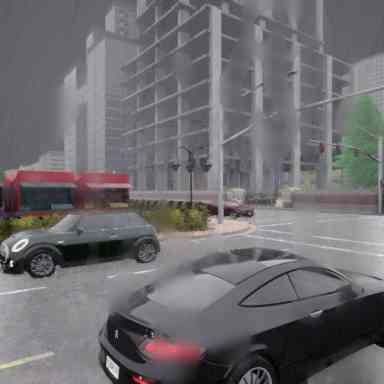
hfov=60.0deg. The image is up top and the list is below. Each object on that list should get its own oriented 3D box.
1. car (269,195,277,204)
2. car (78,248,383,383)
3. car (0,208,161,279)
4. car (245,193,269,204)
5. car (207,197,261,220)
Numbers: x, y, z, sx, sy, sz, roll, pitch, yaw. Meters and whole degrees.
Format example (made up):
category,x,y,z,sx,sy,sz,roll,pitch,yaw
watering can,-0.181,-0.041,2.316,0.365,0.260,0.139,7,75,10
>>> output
category,x,y,z,sx,sy,sz,roll,pitch,yaw
car,13.210,1.114,59.359,1.905,1.878,3.866,0,0,-36
car,1.105,1.526,4.573,4.674,1.442,1.812,0,0,-35
car,-3.289,1.352,10.187,4.553,1.767,2.097,0,0,-35
car,10.822,1.114,57.643,1.905,1.878,3.866,0,0,-36
car,3.054,1.422,28.059,1.882,1.535,5.008,0,0,-36
